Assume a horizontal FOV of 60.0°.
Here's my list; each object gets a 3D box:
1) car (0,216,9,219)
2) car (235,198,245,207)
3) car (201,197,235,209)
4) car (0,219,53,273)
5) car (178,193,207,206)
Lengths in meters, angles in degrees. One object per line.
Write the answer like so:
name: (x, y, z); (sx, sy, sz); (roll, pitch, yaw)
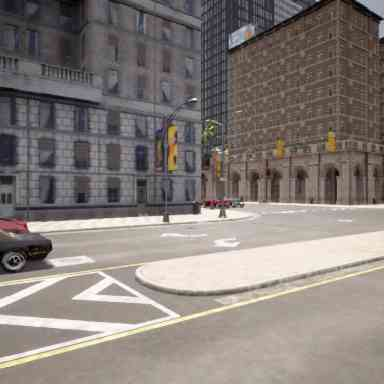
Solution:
car: (-8.480, 1.526, 12.087); (4.674, 1.442, 1.812); (0, 0, -35)
car: (5.663, 1.492, 49.027); (2.128, 1.511, 4.902); (0, 0, -35)
car: (3.234, 1.478, 46.396); (1.882, 1.535, 5.008); (0, 0, -35)
car: (-6.535, 1.601, 9.182); (4.718, 1.301, 1.895); (0, 0, -35)
car: (0.024, 1.221, 57.127); (2.150, 2.045, 5.566); (0, 0, -34)
